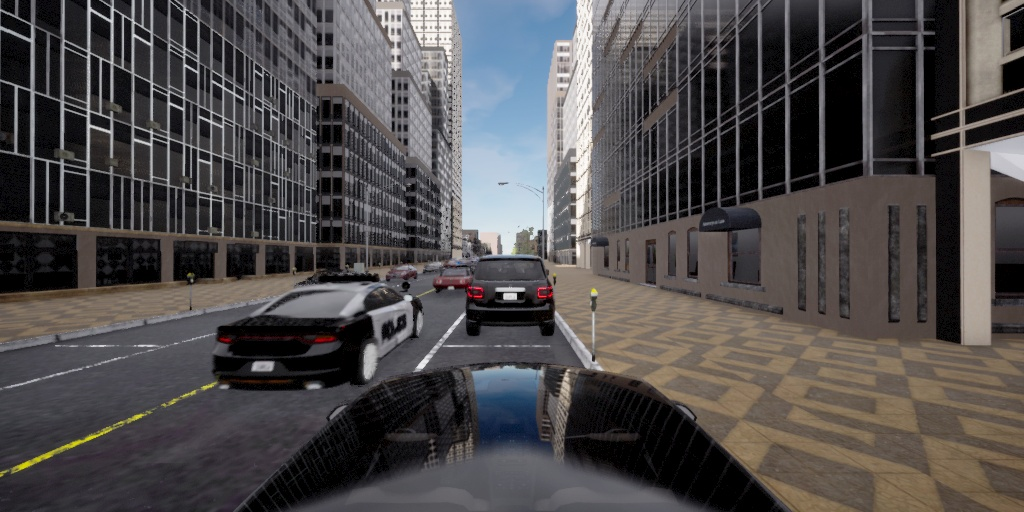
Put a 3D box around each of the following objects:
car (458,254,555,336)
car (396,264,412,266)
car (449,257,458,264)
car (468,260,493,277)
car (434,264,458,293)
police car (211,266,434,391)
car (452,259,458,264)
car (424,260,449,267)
[{"bbox_3d":[-0.039,0.977,10.529,2.150,2.045,5.566,0,0,0],"label":"car"},{"bbox_3d":[-8.835,1.325,29.033,1.802,1.307,4.207,0,0,0],"label":"car"},{"bbox_3d":[-8.836,1.273,51.803,1.888,1.381,4.507,0,0,0],"label":"car"},{"bbox_3d":[-3.099,1.230,36.238,2.128,1.511,4.902,0,0,0],"label":"car"},{"bbox_3d":[-3.104,1.347,20.631,1.895,1.301,4.718,0,0,1],"label":"car"},{"bbox_3d":[-3.147,1.174,7.108,1.930,1.638,5.238,0,0,0],"label":"police car"},{"bbox_3d":[-6.186,1.333,46.650,1.895,1.301,4.718,0,0,0],"label":"car"},{"bbox_3d":[-8.836,1.286,40.419,2.007,1.370,4.403,0,0,0],"label":"car"}]
